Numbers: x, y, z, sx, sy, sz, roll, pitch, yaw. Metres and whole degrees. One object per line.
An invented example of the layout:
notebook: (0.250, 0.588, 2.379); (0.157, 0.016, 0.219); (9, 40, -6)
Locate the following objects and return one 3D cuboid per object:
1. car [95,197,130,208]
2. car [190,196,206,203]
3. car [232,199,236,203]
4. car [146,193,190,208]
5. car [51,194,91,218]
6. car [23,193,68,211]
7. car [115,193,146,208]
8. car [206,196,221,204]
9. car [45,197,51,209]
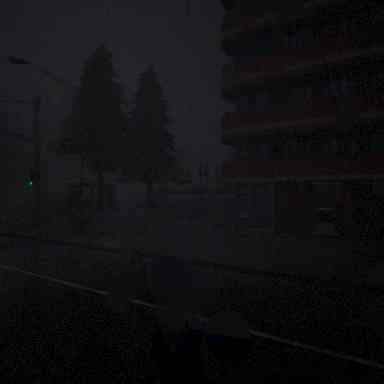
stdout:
car: (-11.068, 1.463, 46.660); (1.812, 1.442, 4.674); (0, 0, 37)
car: (-0.864, 1.485, 53.169); (5.357, 1.411, 2.033); (0, 0, -42)
car: (8.523, 1.487, 51.593); (5.357, 1.411, 2.033); (0, 0, -32)
car: (-3.210, 1.160, 45.324); (2.150, 2.045, 5.566); (0, 0, 38)
car: (-9.884, 1.291, 30.144); (2.097, 1.767, 4.553); (0, 0, 35)
car: (-16.741, 1.159, 38.942); (2.150, 2.045, 5.566); (0, 0, 36)
car: (-7.761, 1.159, 45.356); (2.150, 2.045, 5.566); (0, 0, 37)
car: (2.981, 1.485, 60.482); (5.357, 1.411, 2.033); (0, 0, -32)
car: (-13.498, 1.539, 37.468); (1.895, 1.301, 4.718); (0, 0, 36)
